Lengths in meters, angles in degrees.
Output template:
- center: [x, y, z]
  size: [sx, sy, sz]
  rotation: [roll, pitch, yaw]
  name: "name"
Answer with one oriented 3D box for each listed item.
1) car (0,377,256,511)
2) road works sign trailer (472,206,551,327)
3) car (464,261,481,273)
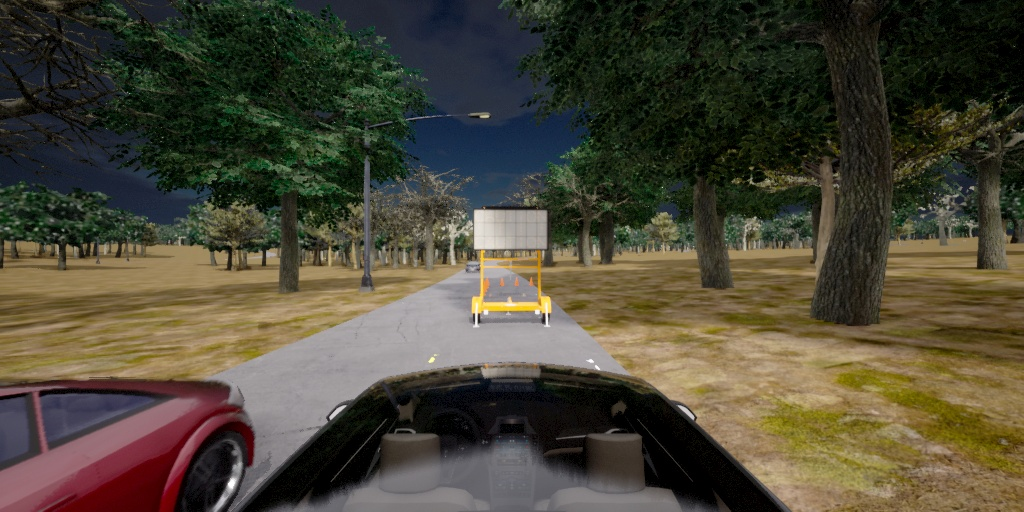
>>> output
- center: [-3.131, 1.313, 1.263]
  size: [1.994, 1.385, 4.181]
  rotation: [0, 0, 0]
  name: "car"
- center: [-0.046, 0.225, 11.523]
  size: [2.380, 3.560, 2.880]
  rotation: [0, 0, -2]
  name: "road works sign trailer"
- center: [-4.883, 1.380, 44.934]
  size: [1.812, 1.442, 4.674]
  rotation: [0, 0, -4]
  name: "car"
